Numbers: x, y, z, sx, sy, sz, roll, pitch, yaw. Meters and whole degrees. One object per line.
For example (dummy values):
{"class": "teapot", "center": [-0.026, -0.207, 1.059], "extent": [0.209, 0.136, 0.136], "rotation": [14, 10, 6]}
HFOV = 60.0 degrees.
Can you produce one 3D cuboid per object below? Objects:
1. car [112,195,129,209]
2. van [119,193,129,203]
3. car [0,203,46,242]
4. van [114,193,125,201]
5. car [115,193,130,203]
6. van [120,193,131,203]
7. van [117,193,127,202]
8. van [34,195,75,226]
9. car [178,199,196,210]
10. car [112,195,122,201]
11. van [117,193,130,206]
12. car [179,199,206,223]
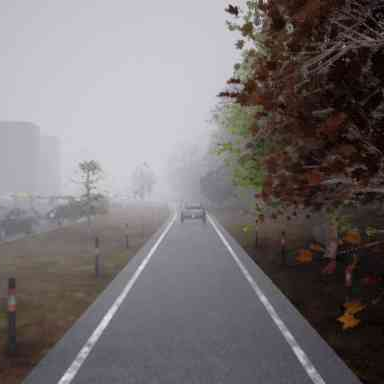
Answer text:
{"class": "car", "center": [-9.877, 1.461, 43.370], "extent": [2.002, 1.452, 4.674], "rotation": [1, -1, -5]}
{"class": "van", "center": [-14.514, 1.208, 70.775], "extent": [1.878, 1.987, 4.442], "rotation": [1, -1, -16]}
{"class": "car", "center": [-9.083, 1.454, 15.670], "extent": [2.163, 1.488, 4.792], "rotation": [0, -1, -2]}
{"class": "van", "center": [-17.756, 1.281, 81.479], "extent": [1.878, 1.987, 4.442], "rotation": [2, -2, -21]}
{"class": "car", "center": [-10.402, 1.164, 48.907], "extent": [2.435, 2.045, 5.566], "rotation": [1, -1, -9]}
{"class": "van", "center": [-13.165, 1.189, 65.360], "extent": [1.878, 1.987, 4.442], "rotation": [1, -1, -15]}
{"class": "van", "center": [-16.043, 1.239, 76.153], "extent": [1.878, 1.987, 4.442], "rotation": [1, -1, -16]}
{"class": "van", "center": [-9.094, 1.199, 22.182], "extent": [1.878, 1.987, 4.442], "rotation": [0, -1, -3]}
{"class": "car", "center": [-0.719, 1.574, 42.954], "extent": [1.895, 1.301, 4.718], "rotation": [0, 0, -5]}
{"class": "car", "center": [-19.659, 1.555, 86.656], "extent": [1.946, 1.575, 5.366], "rotation": [1, -2, -20]}
{"class": "van", "center": [-11.115, 1.182, 54.364], "extent": [1.878, 1.987, 4.442], "rotation": [1, -1, -10]}
{"class": "car", "center": [0.076, 1.490, 25.793], "extent": [2.128, 1.511, 4.902], "rotation": [0, 0, 0]}
